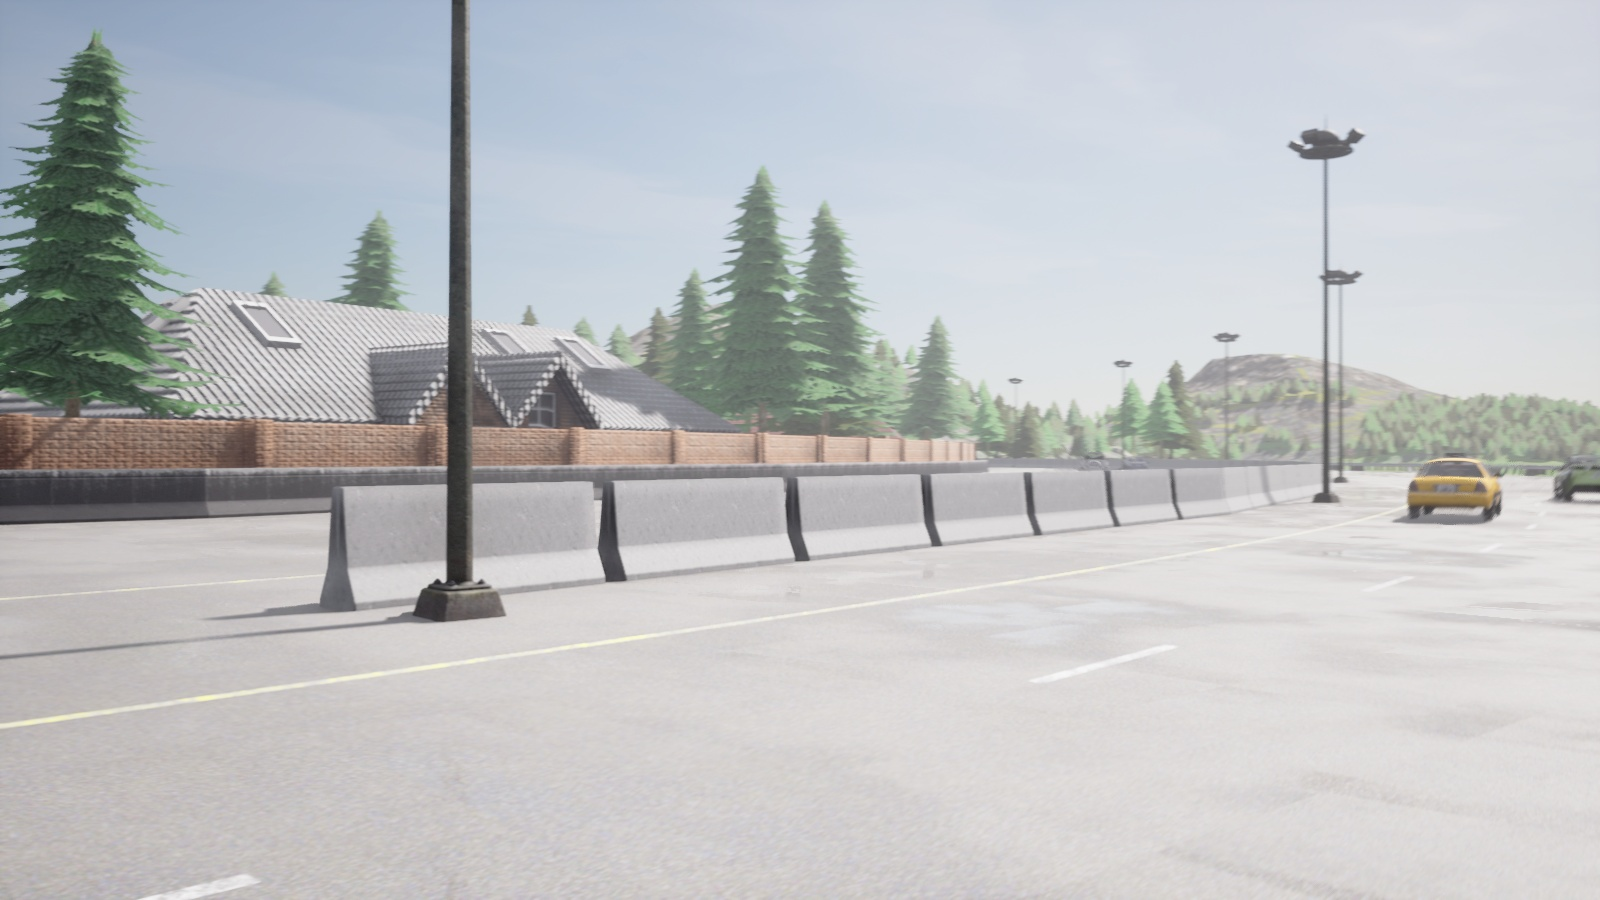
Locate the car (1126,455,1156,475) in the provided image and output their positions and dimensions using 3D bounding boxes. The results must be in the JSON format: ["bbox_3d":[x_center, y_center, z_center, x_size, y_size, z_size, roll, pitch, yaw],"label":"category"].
[{"bbox_3d":[25.895,1.117,95.395,1.845,1.501,3.633,0,0,9],"label":"car"}]

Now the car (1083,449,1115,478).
[{"bbox_3d":[19.600,0.881,82.206,1.932,1.855,4.605,0,0,15],"label":"car"}]

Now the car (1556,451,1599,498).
[{"bbox_3d":[26.784,0.793,42.259,2.007,1.525,4.514,0,0,27],"label":"car"}]

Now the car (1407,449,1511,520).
[{"bbox_3d":[16.155,0.770,30.646,1.801,1.575,5.366,0,0,32],"label":"car"}]
